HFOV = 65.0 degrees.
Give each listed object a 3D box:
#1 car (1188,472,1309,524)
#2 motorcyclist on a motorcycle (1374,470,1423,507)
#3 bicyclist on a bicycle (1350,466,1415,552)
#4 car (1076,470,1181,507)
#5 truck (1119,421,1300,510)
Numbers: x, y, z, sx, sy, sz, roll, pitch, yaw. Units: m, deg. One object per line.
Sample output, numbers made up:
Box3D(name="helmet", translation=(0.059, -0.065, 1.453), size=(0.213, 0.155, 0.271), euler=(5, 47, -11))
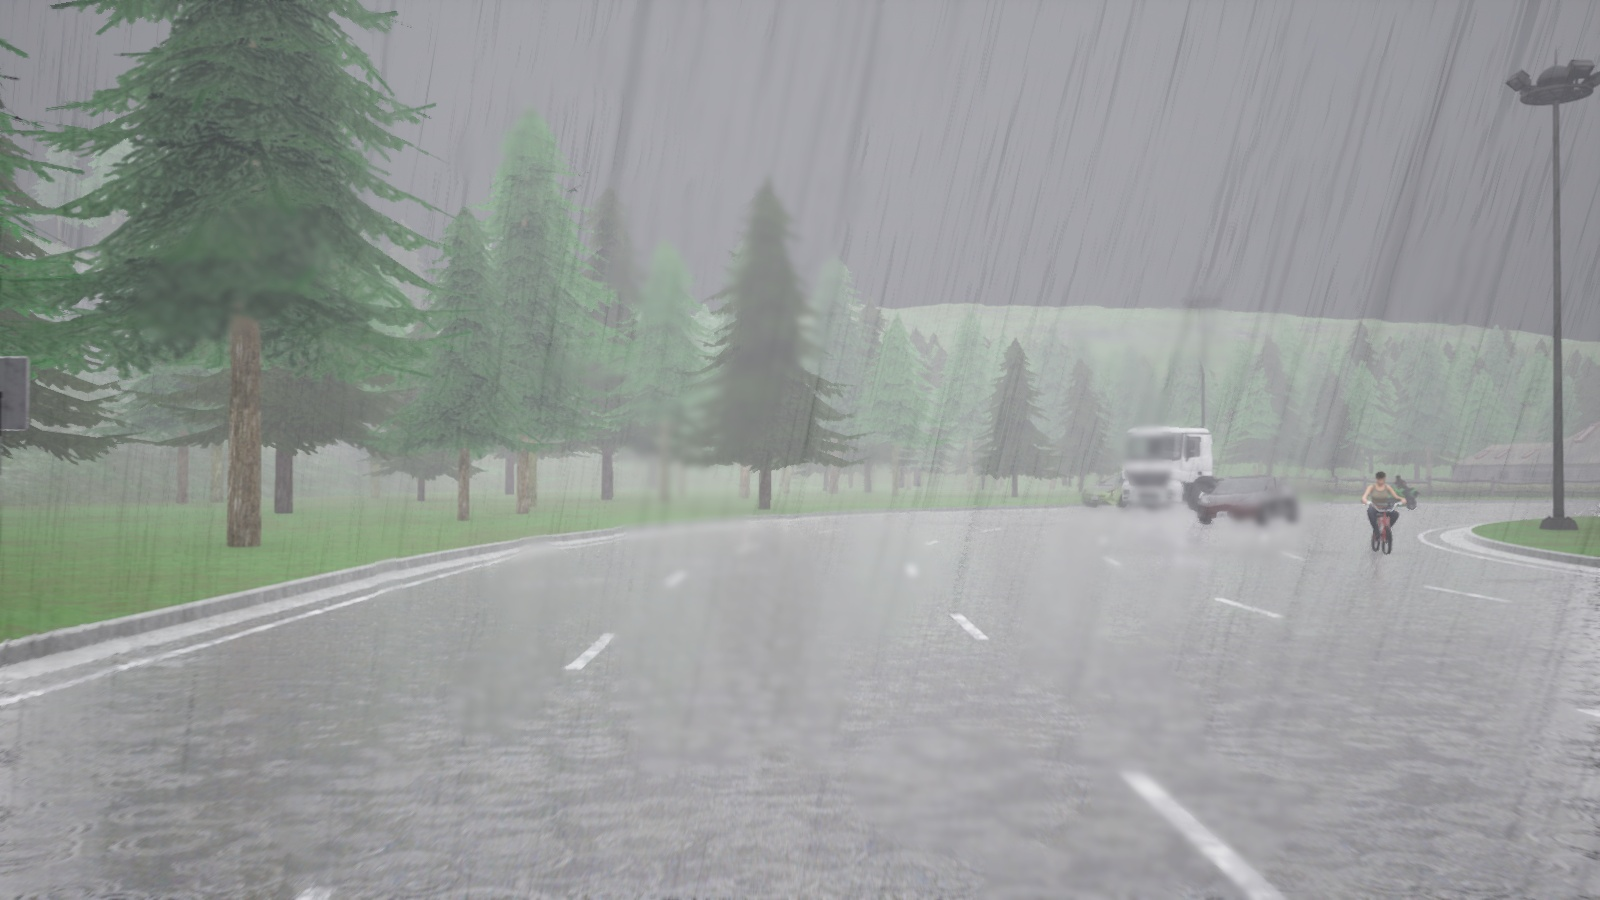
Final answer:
Box3D(name="car", translation=(13.904, 1.422, 38.779), size=(2.163, 1.488, 4.792), euler=(-1, -1, 37))
Box3D(name="motorcyclist on a motorcycle", translation=(25.324, 1.603, 53.100), size=(2.044, 1.523, 0.797), euler=(0, -1, -27))
Box3D(name="bicyclist on a bicycle", translation=(11.343, 1.125, 24.506), size=(0.866, 1.612, 1.509), euler=(0, -1, 13))
Box3D(name="car", translation=(14.211, 1.631, 54.183), size=(4.514, 1.525, 2.007), euler=(1, -1, -37))
Box3D(name="truck", translation=(17.026, 0.653, 51.971), size=(7.936, 3.462, 2.891), euler=(0, -1, -35))
